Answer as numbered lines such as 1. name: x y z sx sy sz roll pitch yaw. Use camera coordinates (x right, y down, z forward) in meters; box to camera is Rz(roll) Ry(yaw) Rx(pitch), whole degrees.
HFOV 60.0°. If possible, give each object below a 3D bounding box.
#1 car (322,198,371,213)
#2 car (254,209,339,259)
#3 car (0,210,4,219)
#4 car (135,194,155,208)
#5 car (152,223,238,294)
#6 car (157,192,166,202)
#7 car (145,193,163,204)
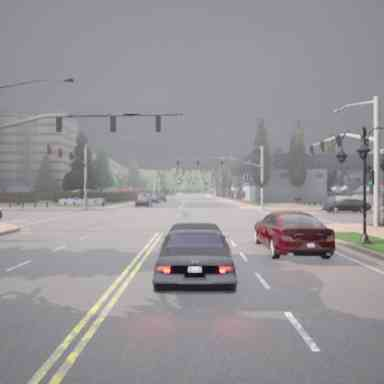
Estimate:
1. car: 16.256 1.447 35.145 4.892 1.490 1.837 0 0 -1
2. car: 3.605 1.457 12.507 1.882 1.535 5.008 0 0 0
3. car: -16.517 1.485 24.713 4.674 1.442 1.812 0 0 4
4. car: -6.981 1.399 48.095 1.882 1.535 5.008 0 0 0
5. car: 0.078 1.533 8.886 2.033 1.411 5.357 0 0 1
6. car: -6.853 1.107 72.583 2.150 2.045 5.566 0 0 0
7. car: -6.921 1.378 60.582 1.882 1.535 5.008 0 0 1
